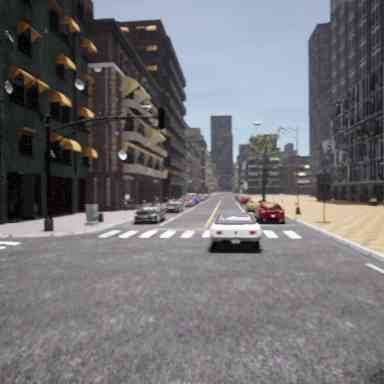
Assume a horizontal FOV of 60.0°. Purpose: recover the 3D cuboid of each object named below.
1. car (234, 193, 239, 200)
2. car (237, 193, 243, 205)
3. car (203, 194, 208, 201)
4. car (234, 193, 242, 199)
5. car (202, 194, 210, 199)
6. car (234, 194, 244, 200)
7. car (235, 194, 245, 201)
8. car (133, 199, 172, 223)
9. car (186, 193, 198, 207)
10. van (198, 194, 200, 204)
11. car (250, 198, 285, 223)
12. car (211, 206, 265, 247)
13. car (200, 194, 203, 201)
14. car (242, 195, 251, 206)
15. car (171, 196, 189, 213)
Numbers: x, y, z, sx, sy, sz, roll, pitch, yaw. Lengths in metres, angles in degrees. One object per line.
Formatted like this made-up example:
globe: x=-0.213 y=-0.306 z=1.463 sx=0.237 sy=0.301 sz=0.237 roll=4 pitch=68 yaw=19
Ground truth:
car: x=9.350 y=1.141 z=61.953 sx=1.752 sy=1.417 sz=4.829 roll=-1 pitch=0 yaw=6
car: x=8.197 y=1.256 z=50.777 sx=1.802 sy=1.307 sz=4.206 roll=-1 pitch=0 yaw=6
car: x=1.564 y=1.117 z=68.149 sx=1.967 sy=1.590 sz=4.097 roll=-1 pitch=0 yaw=6
car: x=11.604 y=0.952 z=83.796 sx=1.967 sy=1.590 sz=4.097 roll=-1 pitch=0 yaw=6
car: x=3.837 y=1.126 z=90.162 sx=2.008 sy=1.369 sz=4.403 roll=-1 pitch=0 yaw=6
car: x=11.037 y=1.088 z=78.294 sx=2.008 sy=1.369 sz=4.403 roll=-1 pitch=0 yaw=6
car: x=10.469 y=1.108 z=72.791 sx=1.887 sy=1.381 sz=4.507 roll=-1 pitch=0 yaw=6
car: x=-2.980 y=1.463 z=24.122 sx=2.008 sy=1.369 sz=4.403 roll=-1 pitch=0 yaw=6
car: x=-0.708 y=1.232 z=46.135 sx=1.967 sy=1.590 sz=4.097 roll=-1 pitch=0 yaw=6
van: x=-0.141 y=1.103 z=51.638 sx=1.690 sy=1.788 sz=3.998 roll=-1 pitch=0 yaw=6
car: x=5.356 y=1.370 z=23.260 sx=1.887 sy=1.381 sz=4.507 roll=-1 pitch=0 yaw=6
car: x=1.829 y=1.507 z=14.345 sx=1.895 sy=1.301 sz=4.718 roll=-1 pitch=0 yaw=6
car: x=0.429 y=1.315 z=57.142 sx=1.802 sy=1.307 sz=4.206 roll=-1 pitch=0 yaw=6
car: x=6.509 y=1.287 z=34.436 sx=1.752 sy=1.417 sz=4.829 roll=-1 pitch=0 yaw=6
car: x=-1.844 y=1.401 z=35.129 sx=2.008 sy=1.369 sz=4.403 roll=-1 pitch=0 yaw=6
